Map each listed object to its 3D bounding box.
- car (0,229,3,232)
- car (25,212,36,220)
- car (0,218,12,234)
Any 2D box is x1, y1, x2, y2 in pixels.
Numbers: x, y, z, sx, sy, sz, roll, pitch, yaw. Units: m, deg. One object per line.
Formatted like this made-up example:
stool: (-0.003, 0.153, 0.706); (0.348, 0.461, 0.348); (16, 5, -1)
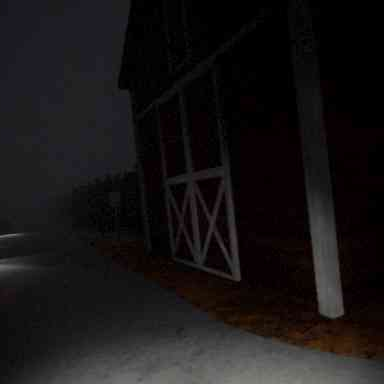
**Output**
car: (-11.104, 2.569, 17.071); (1.882, 1.535, 5.008); (-6, 0, -26)
car: (-33.494, 4.864, 69.134); (1.837, 1.490, 4.892); (-6, 0, -27)
car: (-17.960, 3.170, 30.992); (1.812, 1.442, 4.674); (-6, 0, -26)
